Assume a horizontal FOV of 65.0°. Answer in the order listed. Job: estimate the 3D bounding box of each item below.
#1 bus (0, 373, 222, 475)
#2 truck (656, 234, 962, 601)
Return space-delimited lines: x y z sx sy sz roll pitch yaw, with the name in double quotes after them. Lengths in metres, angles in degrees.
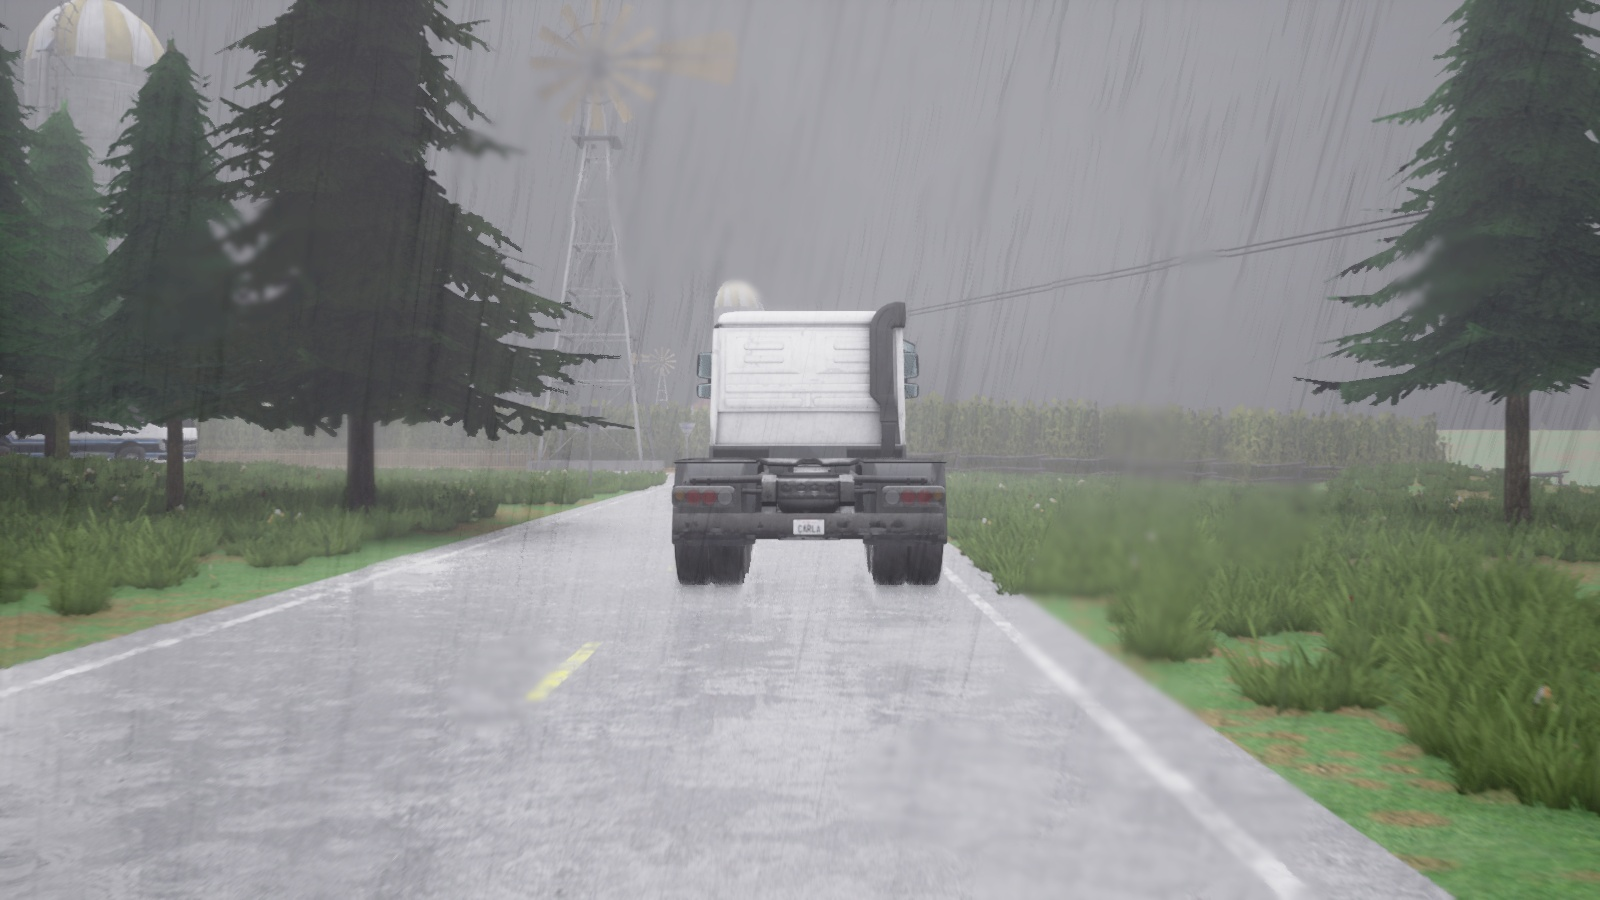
-30.919 -1.100 54.080 10.273 4.253 3.944 0 0 1 "bus"
0.104 -0.324 15.824 2.891 3.462 7.936 0 0 0 "truck"
